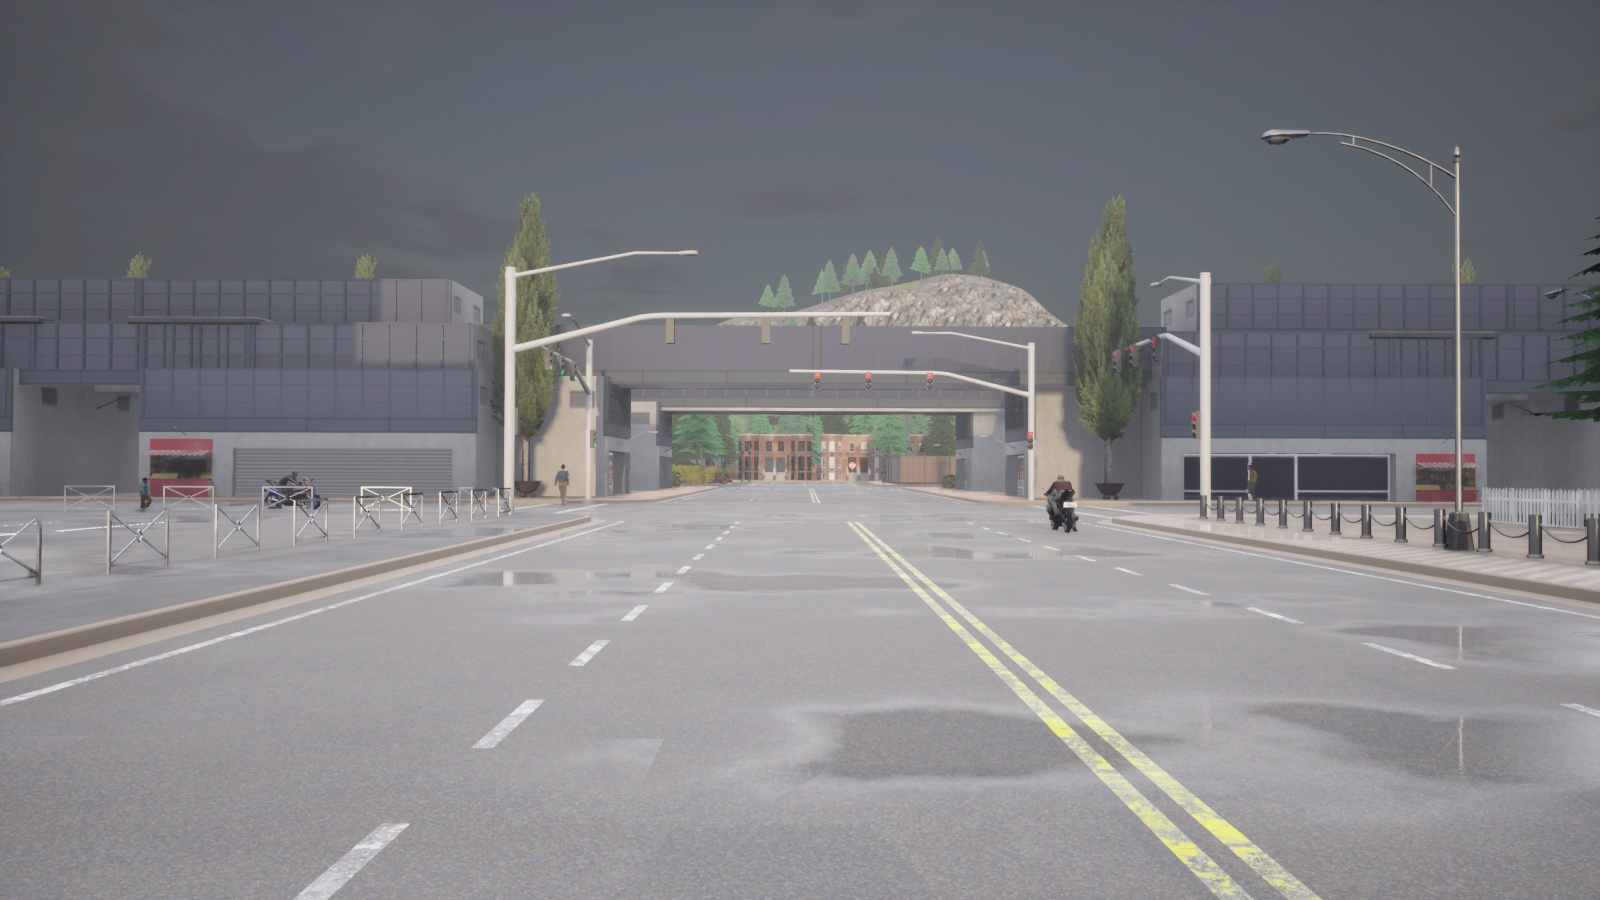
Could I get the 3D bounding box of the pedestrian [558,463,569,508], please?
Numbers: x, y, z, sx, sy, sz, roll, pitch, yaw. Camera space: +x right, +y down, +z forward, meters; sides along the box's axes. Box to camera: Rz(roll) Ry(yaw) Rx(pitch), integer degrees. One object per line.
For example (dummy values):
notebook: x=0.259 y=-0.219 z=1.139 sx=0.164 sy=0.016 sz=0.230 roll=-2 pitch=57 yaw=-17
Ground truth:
pedestrian: x=-10.362 y=1.556 z=54.989 sx=0.423 sy=1.949 sz=0.788 roll=0 pitch=-1 yaw=-7

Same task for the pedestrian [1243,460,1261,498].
pedestrian: x=21.808 y=1.401 z=60.584 sx=0.709 sy=1.840 sz=0.431 roll=0 pitch=-1 yaw=0

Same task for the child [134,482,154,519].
child: x=-21.076 y=1.614 z=40.359 sx=0.448 sy=1.192 sz=0.343 roll=0 pitch=-1 yaw=2

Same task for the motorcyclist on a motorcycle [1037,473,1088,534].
motorcyclist on a motorcycle: x=6.892 y=1.376 z=33.069 sx=0.866 sy=1.530 sz=2.191 roll=0 pitch=-1 yaw=0

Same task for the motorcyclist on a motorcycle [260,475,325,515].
motorcyclist on a motorcycle: x=-19.648 y=1.743 z=48.641 sx=2.191 sy=1.530 sz=0.866 roll=0 pitch=-1 yaw=1
